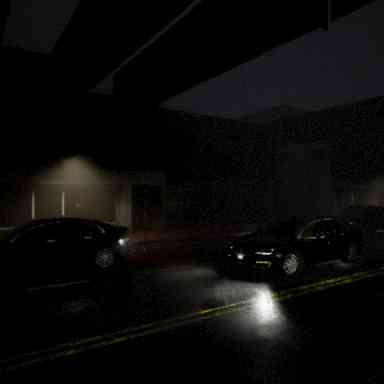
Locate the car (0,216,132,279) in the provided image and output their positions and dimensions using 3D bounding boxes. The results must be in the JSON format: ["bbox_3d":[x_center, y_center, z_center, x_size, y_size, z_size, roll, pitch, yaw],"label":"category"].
[{"bbox_3d":[-4.176,1.505,9.591,4.892,1.490,1.837,0,0,-33],"label":"car"}]

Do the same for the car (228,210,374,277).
[{"bbox_3d":[3.337,1.504,10.340,4.892,1.490,1.837,0,0,-33],"label":"car"}]

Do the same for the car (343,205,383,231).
[{"bbox_3d":[9.419,1.477,18.540,5.008,1.535,1.882,0,0,-33],"label":"car"}]
